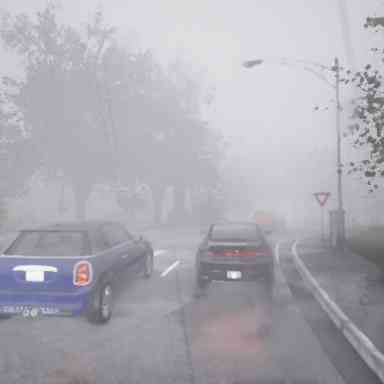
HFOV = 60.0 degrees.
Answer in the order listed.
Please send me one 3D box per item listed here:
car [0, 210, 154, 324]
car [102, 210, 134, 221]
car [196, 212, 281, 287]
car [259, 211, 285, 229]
[{"bbox_3d":[-2.295,1.386,7.485,2.097,1.767,4.553,0,0,7],"label":"car"},{"bbox_3d":[-13.657,4.356,61.527,5.566,2.045,2.150,1,-4,-9],"label":"car"},{"bbox_3d":[1.227,1.533,9.475,1.837,1.490,4.892,-1,-1,8],"label":"car"},{"bbox_3d":[6.921,2.528,30.229,2.097,1.767,4.553,-2,-4,30],"label":"car"}]
